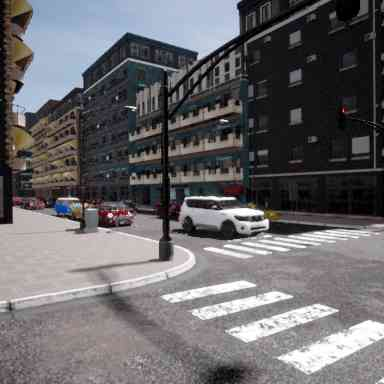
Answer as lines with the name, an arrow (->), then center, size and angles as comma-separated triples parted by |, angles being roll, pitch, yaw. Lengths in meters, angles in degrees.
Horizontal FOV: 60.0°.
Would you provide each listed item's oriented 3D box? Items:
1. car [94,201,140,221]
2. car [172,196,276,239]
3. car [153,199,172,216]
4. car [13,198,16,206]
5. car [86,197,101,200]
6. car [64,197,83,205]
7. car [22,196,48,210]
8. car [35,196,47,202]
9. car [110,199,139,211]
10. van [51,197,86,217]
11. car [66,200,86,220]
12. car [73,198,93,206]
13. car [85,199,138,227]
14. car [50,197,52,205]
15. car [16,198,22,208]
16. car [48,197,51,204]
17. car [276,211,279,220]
car -> -6.823, 1.635, 29.782 | 2.033, 1.411, 5.357 | -1, 0, -36
car -> 1.524, 1.270, 18.285 | 2.150, 2.045, 5.566 | -1, 1, -38
car -> -2.239, 1.441, 33.321 | 1.967, 1.590, 4.097 | -1, 1, -36
car -> -31.591, 1.782, 59.956 | 1.887, 1.381, 4.507 | -1, 1, -36
car -> -15.119, 1.502, 51.326 | 1.967, 1.590, 4.097 | -1, 1, -36
car -> -21.556, 1.645, 60.330 | 2.008, 1.369, 4.403 | -1, 1, -36
car -> -21.934, 1.628, 46.451 | 1.967, 1.590, 4.097 | -1, 1, -36
car -> -37.655, 1.727, 82.836 | 1.887, 1.381, 4.507 | -1, 1, -36
car -> -8.677, 1.581, 42.324 | 2.008, 1.369, 4.403 | -1, 1, -36
van -> -12.276, 1.483, 32.947 | 1.690, 1.788, 3.998 | -1, 1, -36
car -> -8.955, 1.652, 28.309 | 1.752, 1.417, 4.829 | -1, 1, -36
car -> -18.336, 1.643, 55.828 | 1.947, 1.339, 4.313 | -1, 1, -36
car -> -5.836, 1.553, 23.946 | 1.967, 1.590, 4.097 | -1, 1, -36
car -> -16.437, 1.679, 43.289 | 2.033, 1.411, 5.357 | -1, 0, -35
car -> -25.152, 1.769, 50.953 | 1.947, 1.339, 4.313 | -1, 1, -36
car -> -25.361, 1.647, 61.197 | 1.837, 1.490, 4.892 | -1, 0, -36
car -> 4.102, 1.498, 24.458 | 1.752, 1.417, 4.829 | -1, 1, -36
